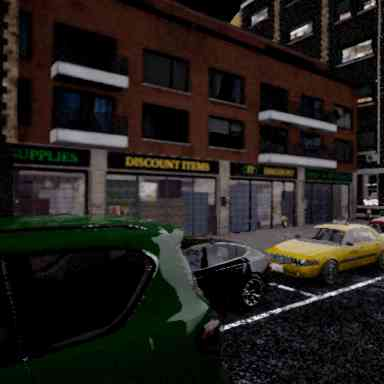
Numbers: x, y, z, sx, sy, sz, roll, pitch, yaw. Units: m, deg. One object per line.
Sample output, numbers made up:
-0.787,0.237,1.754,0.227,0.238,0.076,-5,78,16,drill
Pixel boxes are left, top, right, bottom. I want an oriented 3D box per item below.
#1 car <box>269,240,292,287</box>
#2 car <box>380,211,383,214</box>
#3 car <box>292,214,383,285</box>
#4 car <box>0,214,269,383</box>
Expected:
-0.359,1.557,6.289,4.313,1.339,1.947,0,1,-35,car
8.713,1.273,12.752,5.009,1.841,2.192,0,1,-35,car
4.037,1.500,9.423,4.829,1.417,1.752,0,1,-35,car
-2.339,1.225,1.711,5.566,2.045,2.150,0,0,-35,car
